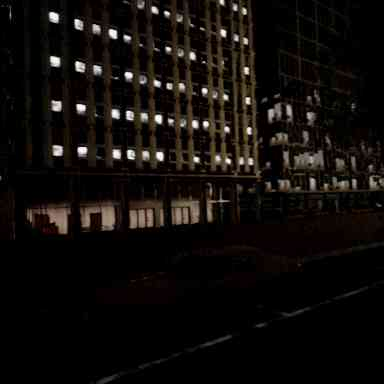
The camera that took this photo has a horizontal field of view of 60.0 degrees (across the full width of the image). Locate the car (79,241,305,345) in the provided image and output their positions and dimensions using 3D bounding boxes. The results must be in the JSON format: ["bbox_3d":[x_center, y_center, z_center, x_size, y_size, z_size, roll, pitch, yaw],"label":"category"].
[{"bbox_3d":[0.269,1.726,6.769,4.829,1.417,1.752,-1,-2,-36],"label":"car"}]
